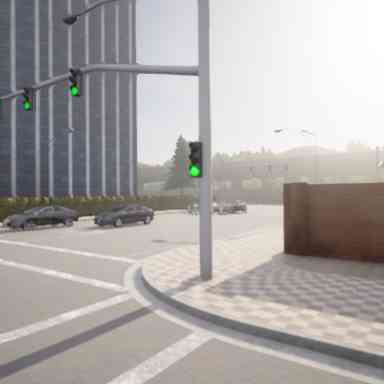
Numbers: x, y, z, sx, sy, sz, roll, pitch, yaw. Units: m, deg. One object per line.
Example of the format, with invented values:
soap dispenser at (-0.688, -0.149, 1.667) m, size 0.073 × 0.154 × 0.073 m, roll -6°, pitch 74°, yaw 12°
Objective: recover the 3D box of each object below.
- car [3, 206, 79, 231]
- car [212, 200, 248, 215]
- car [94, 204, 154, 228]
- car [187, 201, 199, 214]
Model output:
car at (-10.100, 1.710, 22.552) m, size 2.128 × 1.511 × 4.902 m, roll -1°, pitch 0°, yaw 35°
car at (4.456, 1.674, 36.964) m, size 2.128 × 1.511 × 4.902 m, roll -1°, pitch 0°, yaw 36°
car at (-4.784, 1.688, 23.994) m, size 1.837 × 1.490 × 4.892 m, roll -1°, pitch 0°, yaw 35°
car at (1.315, 1.744, 38.586) m, size 1.812 × 1.442 × 4.674 m, roll -1°, pitch 0°, yaw 35°
